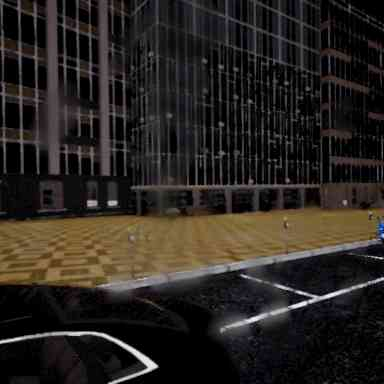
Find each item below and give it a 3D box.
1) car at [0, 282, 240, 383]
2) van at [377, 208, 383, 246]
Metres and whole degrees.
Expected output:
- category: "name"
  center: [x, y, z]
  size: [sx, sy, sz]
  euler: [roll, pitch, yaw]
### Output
- category: "car"
  center: [-1.878, 1.508, 2.036]
  size: [4.892, 1.490, 1.837]
  euler: [1, 0, -36]
- category: "van"
  center: [8.819, 1.358, 12.874]
  size: [3.998, 1.788, 1.690]
  euler: [0, -1, -36]
